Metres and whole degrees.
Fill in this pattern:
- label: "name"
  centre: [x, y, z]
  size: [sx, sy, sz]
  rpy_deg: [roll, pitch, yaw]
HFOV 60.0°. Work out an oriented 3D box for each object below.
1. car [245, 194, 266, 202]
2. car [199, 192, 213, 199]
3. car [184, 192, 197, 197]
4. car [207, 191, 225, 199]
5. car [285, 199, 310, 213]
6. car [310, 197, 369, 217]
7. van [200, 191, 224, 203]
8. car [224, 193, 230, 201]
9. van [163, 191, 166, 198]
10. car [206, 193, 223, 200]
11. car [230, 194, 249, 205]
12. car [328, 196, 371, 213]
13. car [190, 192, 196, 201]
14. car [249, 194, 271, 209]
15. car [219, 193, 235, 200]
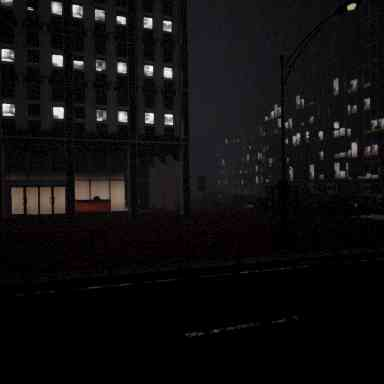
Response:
- label: "car"
  centre: [11.188, 1.059, 58.924]
  size: [1.802, 1.307, 4.206]
  rpy_deg: [0, 1, -20]
- label: "car"
  centre: [3.450, 0.705, 80.300]
  size: [1.967, 1.590, 4.097]
  rpy_deg: [0, 1, -20]
- label: "car"
  centre: [-0.418, 0.709, 90.990]
  size: [2.008, 1.369, 4.403]
  rpy_deg: [0, 1, -20]
- label: "car"
  centre: [5.384, 0.633, 74.955]
  size: [2.192, 1.841, 5.009]
  rpy_deg: [0, 1, -20]
- label: "car"
  centre: [10.940, 1.399, 34.661]
  size: [1.802, 1.307, 4.206]
  rpy_deg: [0, 1, -20]
- label: "car"
  centre: [12.858, 1.434, 29.309]
  size: [1.947, 1.339, 4.313]
  rpy_deg: [0, 1, -20]
- label: "van"
  centre: [3.308, 0.952, 56.071]
  size: [1.690, 1.788, 3.998]
  rpy_deg: [0, 1, -20]
- label: "car"
  centre: [7.974, 1.023, 60.173]
  size: [1.812, 1.442, 4.674]
  rpy_deg: [-1, 1, -20]
- label: "van"
  centre: [-6.364, 0.687, 82.793]
  size: [1.690, 1.788, 3.998]
  rpy_deg: [0, 1, -20]
- label: "car"
  centre: [4.559, 0.930, 69.609]
  size: [1.812, 1.442, 4.674]
  rpy_deg: [-1, 1, -20]
- label: "car"
  centre: [8.227, 1.183, 50.132]
  size: [2.033, 1.411, 5.357]
  rpy_deg: [-1, 1, -20]
- label: "car"
  centre: [14.783, 1.163, 31.952]
  size: [2.097, 1.767, 4.553]
  rpy_deg: [-1, 1, -20]
- label: "car"
  centre: [-0.560, 1.056, 66.763]
  size: [2.008, 1.369, 4.403]
  rpy_deg: [0, 1, -20]
- label: "car"
  centre: [9.061, 1.331, 40.025]
  size: [1.947, 1.339, 4.313]
  rpy_deg: [0, 1, -20]
- label: "car"
  centre: [7.320, 0.953, 69.614]
  size: [1.802, 1.307, 4.206]
  rpy_deg: [0, 1, -20]
